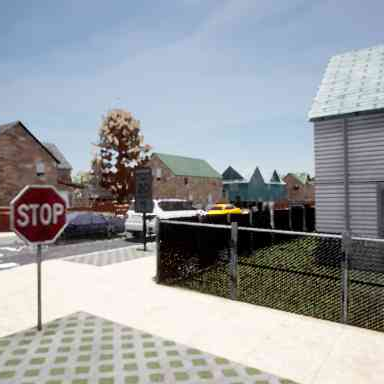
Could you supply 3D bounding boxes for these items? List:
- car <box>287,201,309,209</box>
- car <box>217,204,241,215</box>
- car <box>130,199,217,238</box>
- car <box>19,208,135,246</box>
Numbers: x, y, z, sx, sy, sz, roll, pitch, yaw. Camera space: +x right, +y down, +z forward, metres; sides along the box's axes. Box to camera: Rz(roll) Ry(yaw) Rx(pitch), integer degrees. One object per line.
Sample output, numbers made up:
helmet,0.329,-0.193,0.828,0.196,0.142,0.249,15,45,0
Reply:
car,14.534,2.054,45.369,1.882,1.535,5.008,-2,-2,35
car,2.380,1.819,28.169,1.882,1.535,5.008,-2,-1,35
car,-1.147,1.390,18.179,2.150,2.045,5.566,-2,-2,35
car,-5.659,1.726,16.691,2.033,1.411,5.357,-2,-2,35
